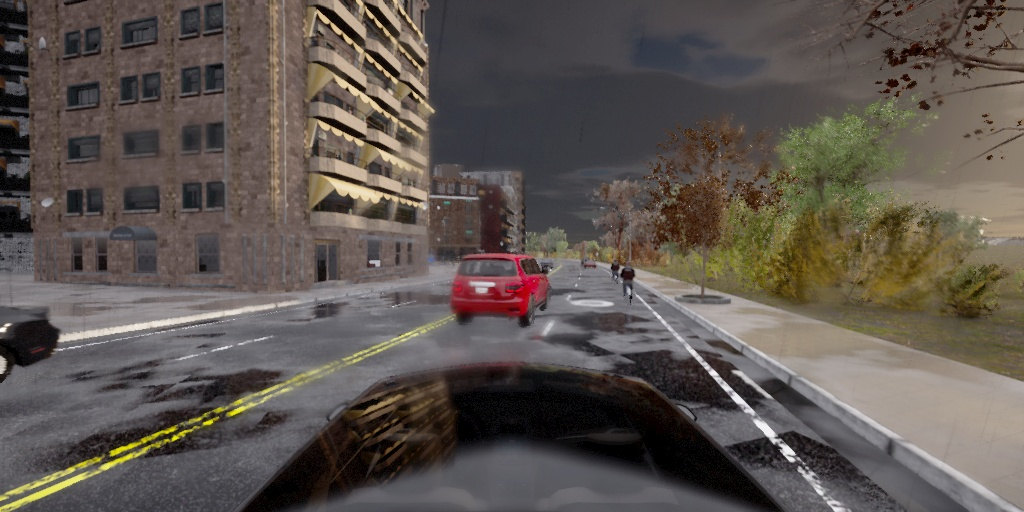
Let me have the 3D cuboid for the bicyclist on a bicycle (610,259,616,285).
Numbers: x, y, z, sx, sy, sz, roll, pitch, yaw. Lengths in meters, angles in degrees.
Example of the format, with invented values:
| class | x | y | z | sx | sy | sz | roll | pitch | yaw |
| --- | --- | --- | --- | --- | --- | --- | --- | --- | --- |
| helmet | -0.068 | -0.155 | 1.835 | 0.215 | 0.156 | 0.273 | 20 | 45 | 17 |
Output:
| class | x | y | z | sx | sy | sz | roll | pitch | yaw |
| --- | --- | --- | --- | --- | --- | --- | --- | --- | --- |
| bicyclist on a bicycle | 6.758 | 1.106 | 23.507 | 0.659 | 1.776 | 1.843 | 0 | 0 | 13 |

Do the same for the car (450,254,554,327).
| class | x | y | z | sx | sy | sz | roll | pitch | yaw |
| --- | --- | --- | --- | --- | --- | --- | --- | --- | --- |
| car | -0.124 | 0.966 | 11.748 | 2.150 | 2.045 | 5.566 | 0 | 0 | 14 |

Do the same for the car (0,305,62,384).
| class | x | y | z | sx | sy | sz | roll | pitch | yaw |
| --- | --- | --- | --- | --- | --- | --- | --- | --- | --- |
| car | -8.958 | 1.255 | 4.066 | 1.837 | 1.490 | 4.892 | 0 | 0 | 14 |

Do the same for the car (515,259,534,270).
| class | x | y | z | sx | sy | sz | roll | pitch | yaw |
| --- | --- | --- | --- | --- | --- | --- | --- | --- | --- |
| car | 1.981 | 1.210 | 53.802 | 2.128 | 1.511 | 4.902 | 0 | 0 | 10 |

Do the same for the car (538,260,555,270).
| class | x | y | z | sx | sy | sz | roll | pitch | yaw |
| --- | --- | --- | --- | --- | --- | --- | --- | --- | --- |
| car | 5.199 | 1.263 | 53.402 | 2.033 | 1.411 | 5.357 | 0 | 0 | 11 |

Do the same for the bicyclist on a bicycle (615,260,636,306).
| class | x | y | z | sx | sy | sz | roll | pitch | yaw |
| --- | --- | --- | --- | --- | --- | --- | --- | --- | --- |
| bicyclist on a bicycle | 4.726 | 1.112 | 14.663 | 0.659 | 1.776 | 1.843 | 0 | 0 | 13 |

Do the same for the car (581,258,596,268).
| class | x | y | z | sx | sy | sz | roll | pitch | yaw |
| --- | --- | --- | --- | --- | --- | --- | --- | --- | --- |
| car | 13.209 | 1.264 | 60.926 | 1.994 | 1.385 | 4.181 | 0 | 0 | 9 |
